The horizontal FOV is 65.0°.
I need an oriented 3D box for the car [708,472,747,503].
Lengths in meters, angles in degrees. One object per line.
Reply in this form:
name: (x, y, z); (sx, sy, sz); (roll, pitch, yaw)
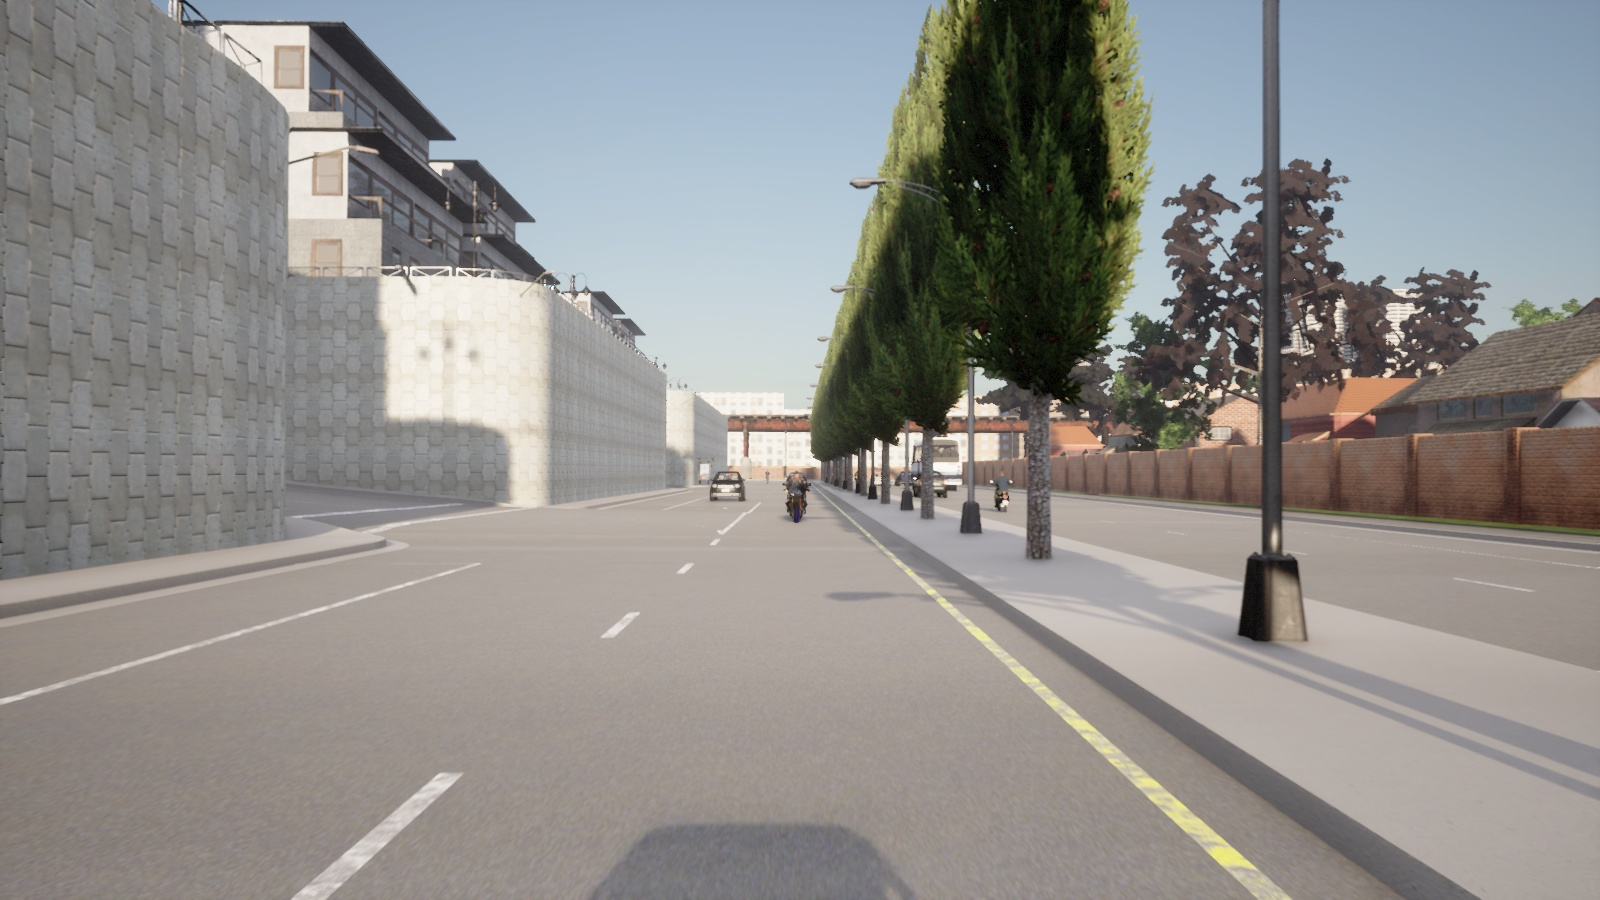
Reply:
car: (-3.670, 1.880, 64.034); (1.789, 1.549, 3.705); (0, -1, 0)

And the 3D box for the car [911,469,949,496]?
car: (7.802, 1.950, 75.761); (1.851, 1.617, 3.988); (0, -1, -1)

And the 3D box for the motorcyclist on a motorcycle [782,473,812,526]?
motorcyclist on a motorcycle: (-0.096, 1.457, 37.565); (0.866, 1.530, 2.191); (0, -1, 0)

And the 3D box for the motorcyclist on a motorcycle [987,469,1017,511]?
motorcyclist on a motorcycle: (7.871, 1.558, 49.055); (0.866, 1.590, 1.817); (0, -1, 0)
